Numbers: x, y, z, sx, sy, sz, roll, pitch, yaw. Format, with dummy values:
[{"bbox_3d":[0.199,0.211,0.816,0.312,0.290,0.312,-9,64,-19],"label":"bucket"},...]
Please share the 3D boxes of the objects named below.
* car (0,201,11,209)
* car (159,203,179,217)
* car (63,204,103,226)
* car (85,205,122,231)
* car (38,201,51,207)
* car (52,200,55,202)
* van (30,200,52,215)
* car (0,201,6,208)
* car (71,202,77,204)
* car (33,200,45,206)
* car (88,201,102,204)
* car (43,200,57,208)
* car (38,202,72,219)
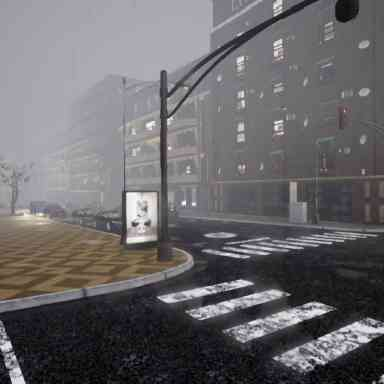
[{"bbox_3d":[-38.087,2.704,68.323,2.008,1.369,4.403,-2,0,-36],"label":"car"},{"bbox_3d":[-3.132,1.824,34.506,1.967,1.590,4.097,-2,0,-36],"label":"car"},{"bbox_3d":[-8.818,1.969,27.632,2.008,1.369,4.403,-2,0,-36],"label":"car"},{"bbox_3d":[-5.554,1.888,23.119,2.008,1.369,4.403,-2,0,-36],"label":"car"},{"bbox_3d":[-34.559,2.736,77.745,1.947,1.339,4.313,-2,0,-36],"label":"car"},{"bbox_3d":[-25.350,2.470,60.605,1.994,1.385,4.181,-1,-1,-36],"label":"car"},{"bbox_3d":[-19.811,2.035,42.997,1.690,1.788,3.998,-2,0,-36],"label":"van"},{"bbox_3d":[-44.614,2.863,77.348,1.887,1.381,4.507,-2,0,-36],"label":"car"},{"bbox_3d":[-21.505,2.424,59.695,1.802,1.307,4.206,-2,0,-36],"label":"car"},{"bbox_3d":[-37.824,2.798,82.258,1.887,1.381,4.507,-2,0,-36],"label":"car"},{"bbox_3d":[-14.977,2.119,50.672,1.967,1.590,4.097,-2,0,-36],"label":"car"},{"bbox_3d":[-31.299,2.528,73.233,1.967,1.590,4.097,-2,0,-36],"label":"car"},{"bbox_3d":[-14.893,2.115,36.109,1.887,1.381,4.507,-2,0,-36],"label":"car"}]
